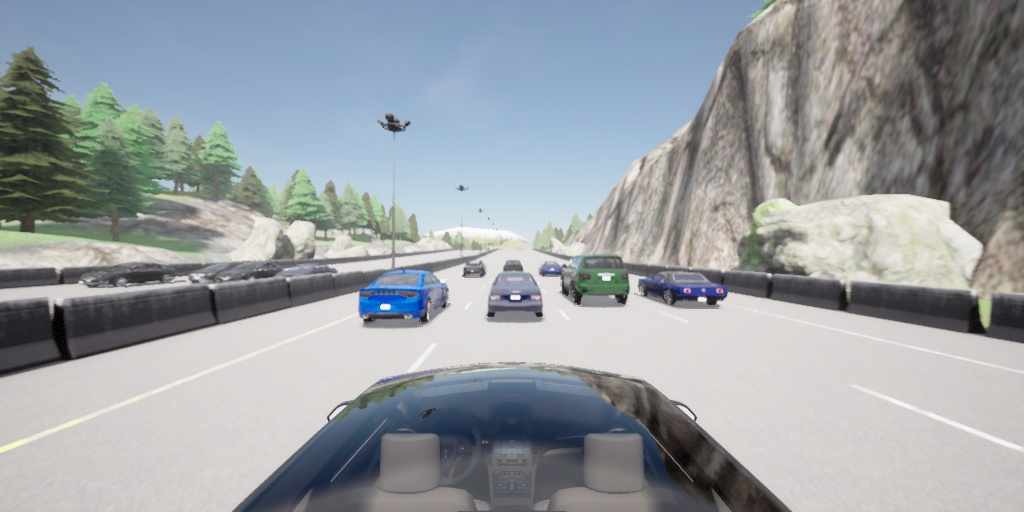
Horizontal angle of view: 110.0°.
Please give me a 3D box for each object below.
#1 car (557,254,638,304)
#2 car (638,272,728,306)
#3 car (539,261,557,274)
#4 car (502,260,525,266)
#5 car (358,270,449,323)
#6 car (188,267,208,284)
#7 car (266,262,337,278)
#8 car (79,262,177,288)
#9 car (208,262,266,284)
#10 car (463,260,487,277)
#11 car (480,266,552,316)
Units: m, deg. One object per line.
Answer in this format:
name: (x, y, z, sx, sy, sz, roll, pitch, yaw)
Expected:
car: (3.602, 0.935, 16.356, 2.150, 2.045, 5.566, 0, 0, 0)
car: (7.103, 1.319, 15.590, 1.895, 1.301, 4.718, 0, 0, 0)
car: (3.605, 1.130, 33.977, 1.994, 1.385, 4.181, 0, 1, 0)
car: (0.105, 1.078, 33.416, 1.837, 1.490, 4.892, 0, 1, 0)
car: (-3.398, 1.209, 12.101, 1.882, 1.535, 5.008, 0, 0, 0)
car: (-21.092, 1.168, 26.333, 1.812, 1.442, 4.674, 0, 1, 0)
car: (-14.097, 1.203, 24.922, 2.033, 1.411, 5.357, 0, 0, 0)
car: (-24.594, 1.173, 23.235, 1.837, 1.490, 4.892, 0, 0, 0)
car: (-17.593, 1.164, 24.435, 1.837, 1.490, 4.892, 0, 1, 0)
car: (-3.395, 1.066, 33.293, 2.128, 1.511, 4.902, 0, 1, 0)
car: (0.102, 1.275, 13.192, 2.033, 1.411, 5.357, 0, 0, 0)
